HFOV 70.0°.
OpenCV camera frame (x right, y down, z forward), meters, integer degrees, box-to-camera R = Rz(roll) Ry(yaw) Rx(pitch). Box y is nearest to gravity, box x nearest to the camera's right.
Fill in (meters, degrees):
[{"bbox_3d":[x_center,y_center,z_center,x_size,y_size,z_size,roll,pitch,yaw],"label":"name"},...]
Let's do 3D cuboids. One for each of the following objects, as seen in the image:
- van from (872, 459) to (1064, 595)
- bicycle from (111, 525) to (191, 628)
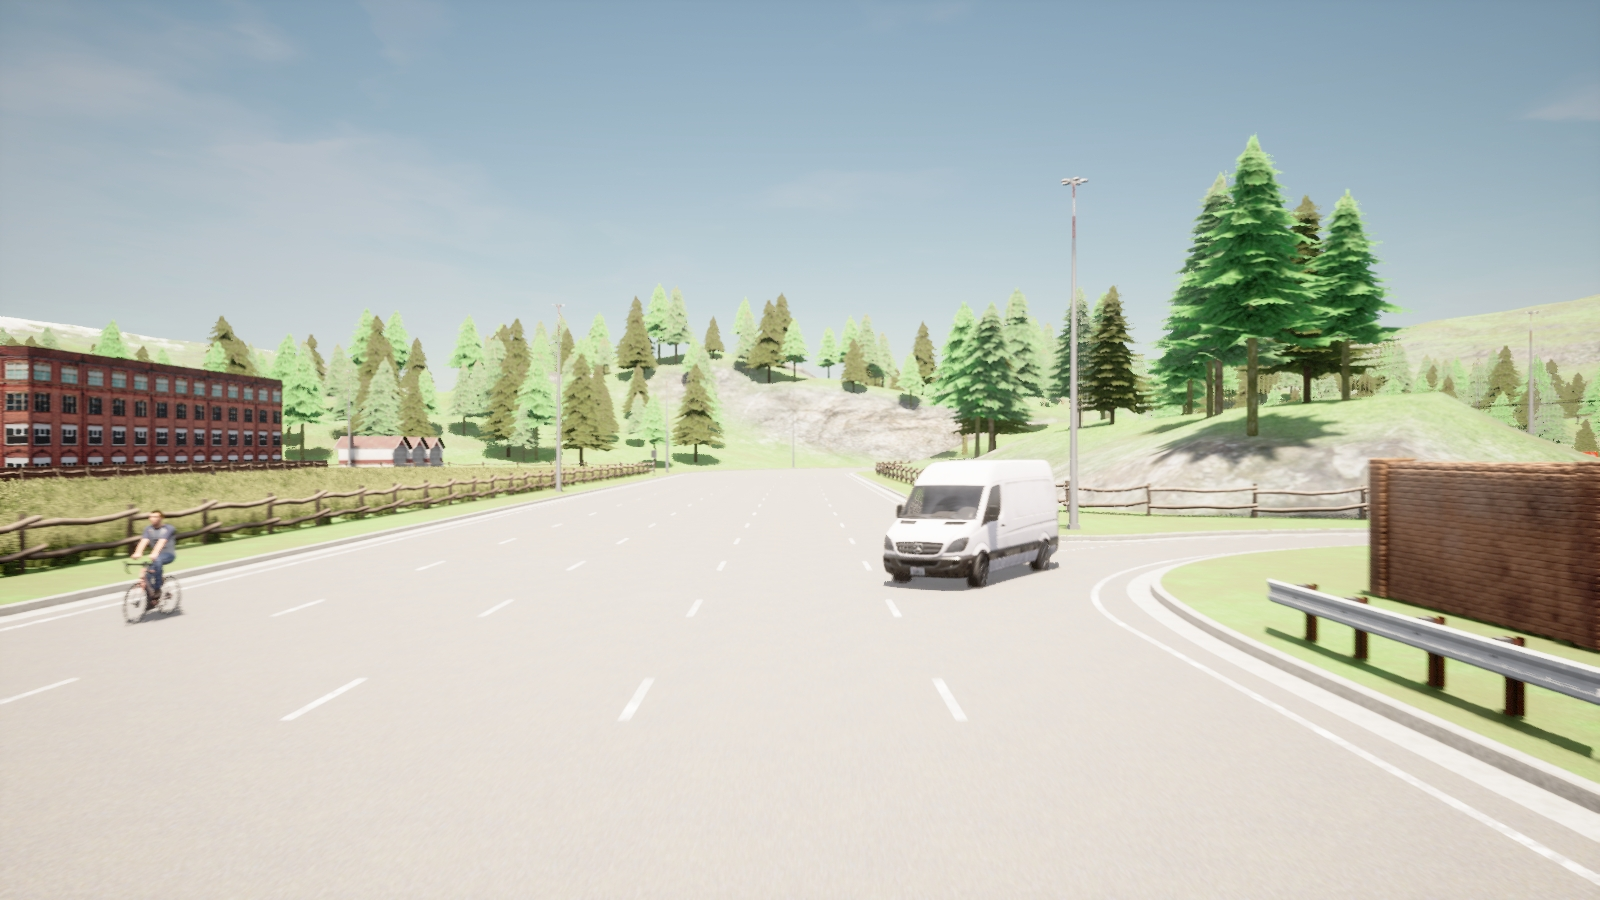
[{"bbox_3d":[3.850,1.519,25.073,1.988,2.561,5.915,-1,0,31],"label":"van"},{"bbox_3d":[-10.602,2.041,18.714,0.373,1.496,1.643,0,0,0],"label":"bicycle"}]
